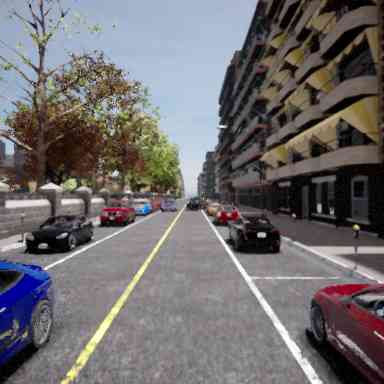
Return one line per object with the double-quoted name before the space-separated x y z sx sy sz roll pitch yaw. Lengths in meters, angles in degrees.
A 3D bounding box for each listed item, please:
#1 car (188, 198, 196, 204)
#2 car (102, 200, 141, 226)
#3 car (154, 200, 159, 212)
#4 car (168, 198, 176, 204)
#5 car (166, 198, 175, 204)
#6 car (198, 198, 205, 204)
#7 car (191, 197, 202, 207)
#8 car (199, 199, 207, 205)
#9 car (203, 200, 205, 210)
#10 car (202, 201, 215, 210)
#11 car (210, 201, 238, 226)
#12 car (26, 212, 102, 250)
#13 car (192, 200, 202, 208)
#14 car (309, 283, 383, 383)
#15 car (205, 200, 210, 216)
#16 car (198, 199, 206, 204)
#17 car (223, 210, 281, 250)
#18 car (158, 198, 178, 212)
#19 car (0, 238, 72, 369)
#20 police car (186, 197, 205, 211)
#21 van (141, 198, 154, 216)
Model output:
"car" -0.009 2.239 85.632 1.882 1.535 5.008 0 -1 0
"car" -5.693 1.584 26.149 2.192 1.841 5.009 0 -1 0
"car" -5.695 2.036 43.036 1.802 1.307 4.206 0 -1 0
"car" -5.702 2.485 93.706 1.967 1.590 4.097 0 -1 0
"car" -5.702 2.416 88.078 1.967 1.590 4.097 0 -1 0
"car" 2.678 2.486 93.708 1.967 1.590 4.097 0 -1 0
"car" 0.892 1.952 67.092 2.150 2.045 5.566 0 -1 0
"car" 2.680 2.454 82.448 1.887 1.381 4.507 0 -1 0
"car" 2.685 2.037 43.038 1.802 1.307 4.206 0 -1 0
"car" 2.683 2.147 54.300 1.947 1.339 4.313 0 -1 0
"car" 2.687 1.710 26.149 1.967 1.590 4.097 0 -1 0
"car" -5.692 1.717 14.887 1.947 1.339 4.313 0 -1 0
"car" 0.894 2.163 61.059 1.837 1.490 4.892 0 -1 0
"car" 2.690 1.620 3.628 1.802 1.307 4.206 0 -1 0
"car" 2.686 1.920 37.578 1.752 1.417 4.829 0 -1 0
"car" 2.679 2.522 88.078 1.887 1.381 4.507 0 -1 0
"car" 2.689 1.718 14.889 1.947 1.339 4.313 0 -1 0
"car" -3.090 1.838 45.932 2.097 1.767 4.553 0 -1 0
"car" -3.098 1.563 3.621 1.812 1.442 4.674 0 -1 0
"police car" 0.438 1.973 51.358 1.930 1.638 5.238 0 -1 12
"van" -5.694 1.733 37.408 1.690 1.788 3.998 0 -1 0
